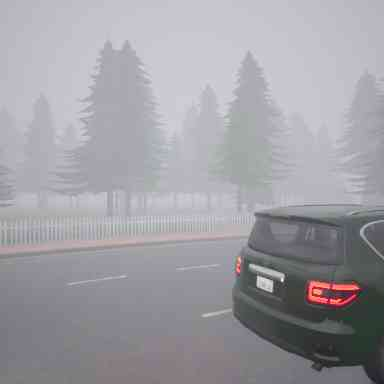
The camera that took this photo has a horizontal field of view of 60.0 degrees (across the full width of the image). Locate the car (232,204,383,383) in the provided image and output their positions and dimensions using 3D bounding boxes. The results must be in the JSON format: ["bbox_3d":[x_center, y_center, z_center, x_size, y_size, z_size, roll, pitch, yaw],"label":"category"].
[{"bbox_3d":[3.276,1.222,5.331,5.566,2.045,2.150,0,0,-27],"label":"car"}]
